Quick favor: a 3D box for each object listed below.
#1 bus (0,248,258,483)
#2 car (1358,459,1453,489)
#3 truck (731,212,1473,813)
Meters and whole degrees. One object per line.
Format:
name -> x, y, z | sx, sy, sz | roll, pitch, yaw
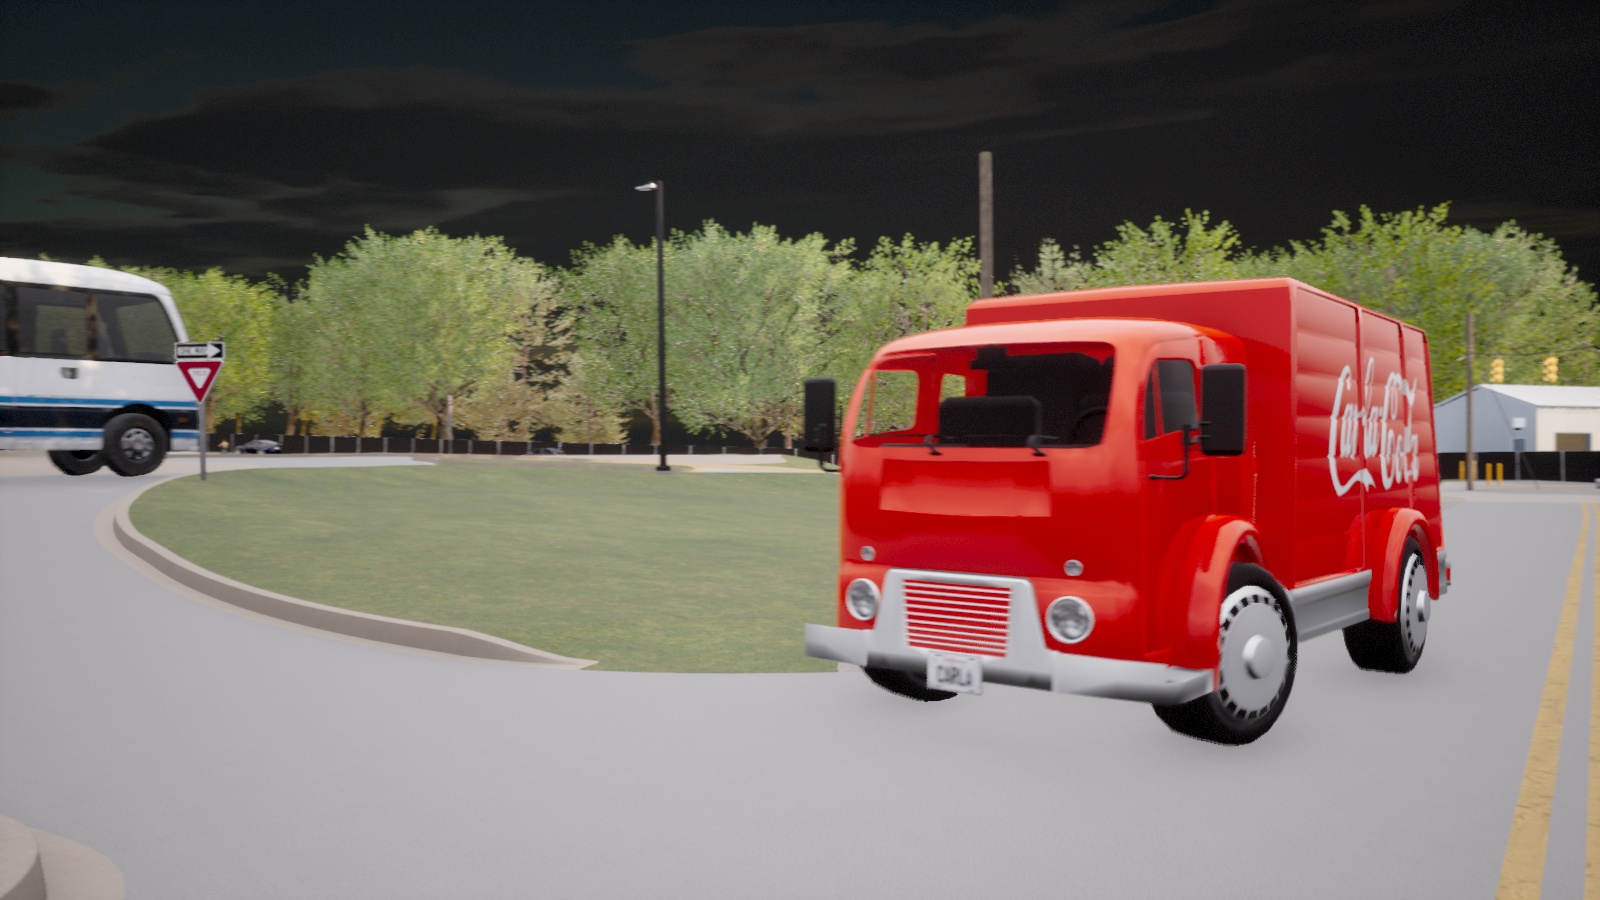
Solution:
bus -> -16.196, -1.513, 23.694 | 3.944, 4.253, 10.273 | 0, 0, 39
car -> 30.573, 1.228, 63.545 | 1.812, 1.442, 4.674 | -1, -1, -12
truck -> 2.280, 0.238, 8.008 | 2.627, 2.467, 5.204 | 1, 1, 39
